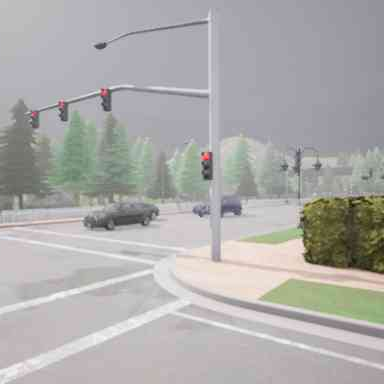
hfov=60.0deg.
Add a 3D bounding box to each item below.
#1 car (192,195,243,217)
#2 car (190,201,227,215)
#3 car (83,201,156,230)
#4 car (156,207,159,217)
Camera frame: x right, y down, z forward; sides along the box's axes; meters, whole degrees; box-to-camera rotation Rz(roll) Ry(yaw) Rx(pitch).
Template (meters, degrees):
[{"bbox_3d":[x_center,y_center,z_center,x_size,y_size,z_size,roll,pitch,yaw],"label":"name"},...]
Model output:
[{"bbox_3d":[2.699,1.342,31.761,2.150,2.045,5.566,-1,0,40],"label":"car"},{"bbox_3d":[1.850,1.710,36.334,1.994,1.385,4.181,-1,0,37],"label":"car"},{"bbox_3d":[-4.921,1.478,22.204,2.097,1.767,4.553,-1,0,39],"label":"car"},{"bbox_3d":[-4.858,1.655,27.901,1.837,1.490,4.892,-1,0,39],"label":"car"}]
